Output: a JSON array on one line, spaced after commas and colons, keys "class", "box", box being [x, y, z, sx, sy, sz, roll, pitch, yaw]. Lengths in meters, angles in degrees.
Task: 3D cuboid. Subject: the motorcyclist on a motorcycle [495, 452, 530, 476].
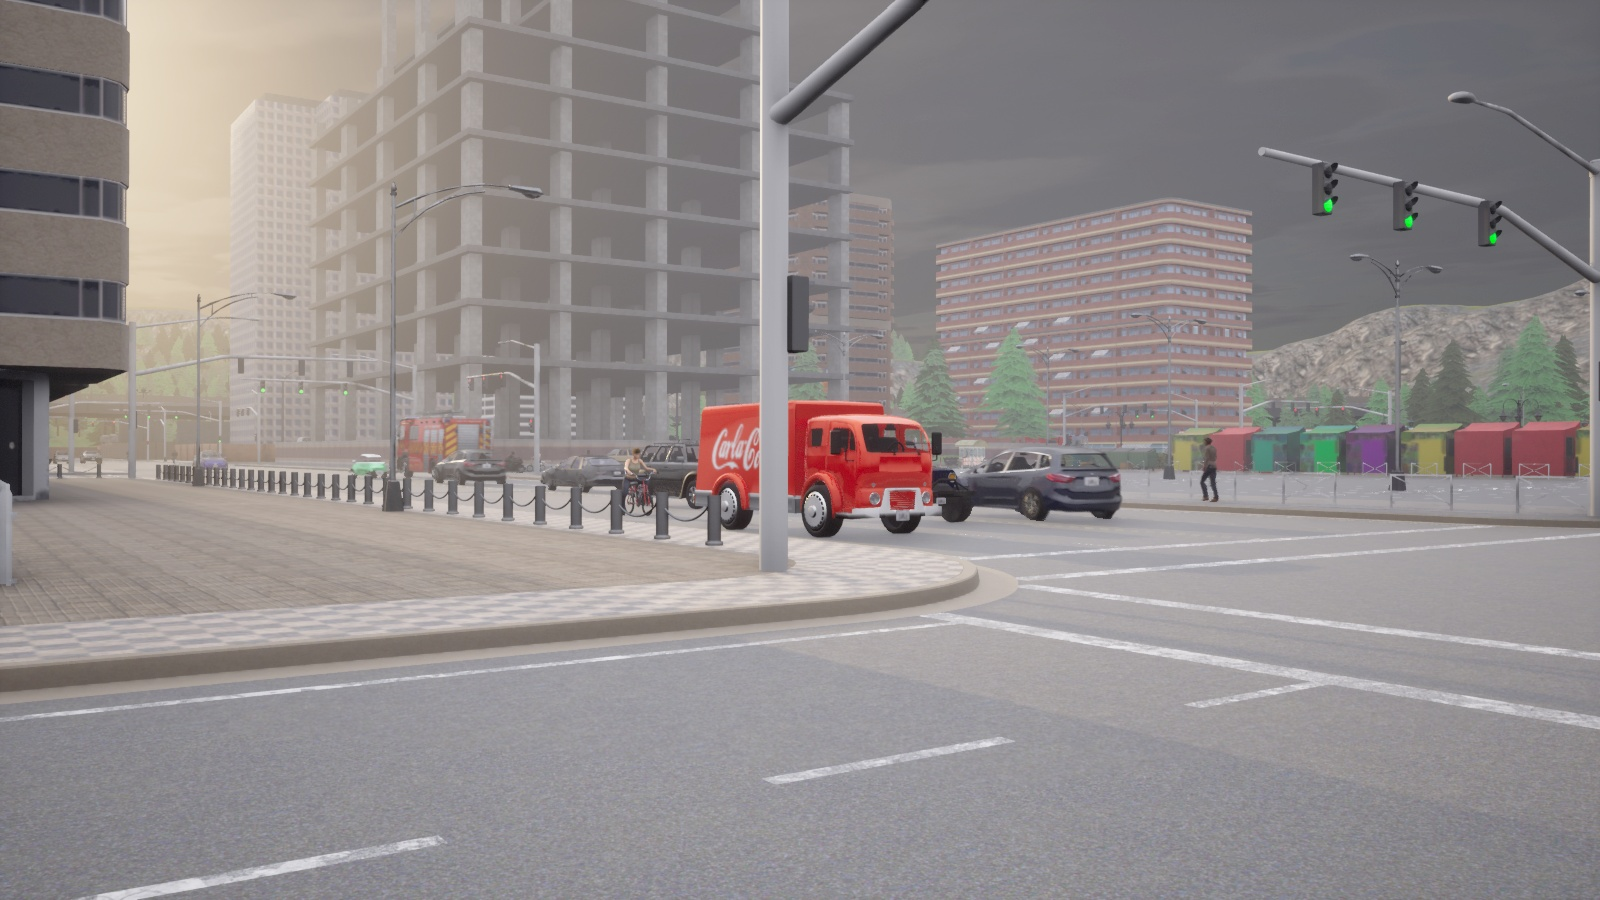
[{"class": "motorcyclist on a motorcycle", "box": [-18.913, 0.913, 82.656, 2.044, 1.523, 0.797, 0, 0, -35]}]

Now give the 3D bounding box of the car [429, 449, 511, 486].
[{"class": "car", "box": [-15.462, 0.767, 58.688, 2.242, 1.667, 4.611, 0, 0, -35]}]

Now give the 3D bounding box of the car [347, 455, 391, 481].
[{"class": "car", "box": [-24.013, 1.000, 69.986, 2.207, 1.376, 1.481, 1, 0, 44]}]

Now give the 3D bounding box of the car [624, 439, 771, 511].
[{"class": "car", "box": [-2.904, 0.652, 34.644, 1.932, 1.855, 4.605, 0, 0, -36]}]

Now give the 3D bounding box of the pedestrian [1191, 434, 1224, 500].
[{"class": "pedestrian", "box": [11.267, 0.464, 34.721, 0.328, 1.805, 0.869, 0, 0, -33]}]

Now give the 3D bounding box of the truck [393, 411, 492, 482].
[{"class": "truck", "box": [-20.653, -0.216, 72.206, 2.891, 3.827, 8.468, 0, 0, -35]}]

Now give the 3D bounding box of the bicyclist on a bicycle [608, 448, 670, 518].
[{"class": "bicyclist on a bicycle", "box": [-3.851, 0.763, 29.902, 0.866, 1.612, 1.509, 0, 0, -35]}]

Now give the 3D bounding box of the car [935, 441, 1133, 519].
[{"class": "car", "box": [5.377, 0.650, 29.507, 2.242, 1.667, 4.611, 0, 0, -27]}]

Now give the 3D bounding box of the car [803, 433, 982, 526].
[{"class": "car", "box": [1.961, 0.604, 27.694, 1.905, 1.878, 3.866, 0, 0, -35]}]

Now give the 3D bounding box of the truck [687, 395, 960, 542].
[{"class": "truck", "box": [0.298, 0.316, 23.968, 2.627, 2.467, 5.204, 0, 0, -35]}]

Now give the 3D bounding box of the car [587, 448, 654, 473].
[{"class": "car", "box": [-13.560, 0.767, 95.001, 4.605, 1.855, 1.932, 0, 0, -35]}]

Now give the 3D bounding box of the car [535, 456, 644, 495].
[{"class": "car", "box": [-8.171, 0.928, 48.273, 2.033, 1.411, 5.357, 0, 0, -35]}]
